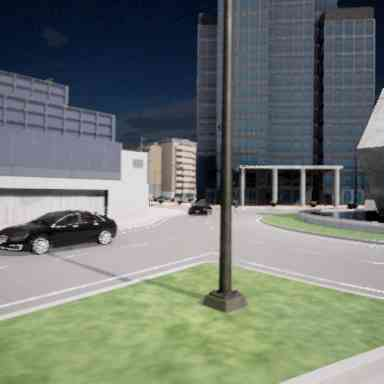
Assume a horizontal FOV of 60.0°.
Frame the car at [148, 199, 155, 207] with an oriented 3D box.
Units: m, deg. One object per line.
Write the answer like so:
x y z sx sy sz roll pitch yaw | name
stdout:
-8.178 1.700 56.377 2.128 1.511 4.902 1 0 -43 | car

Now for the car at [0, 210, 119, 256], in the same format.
-5.203 1.519 13.488 1.837 1.490 4.892 2 0 35 | car

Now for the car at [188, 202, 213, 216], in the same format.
0.954 1.754 34.450 1.994 1.385 4.181 1 0 13 | car
